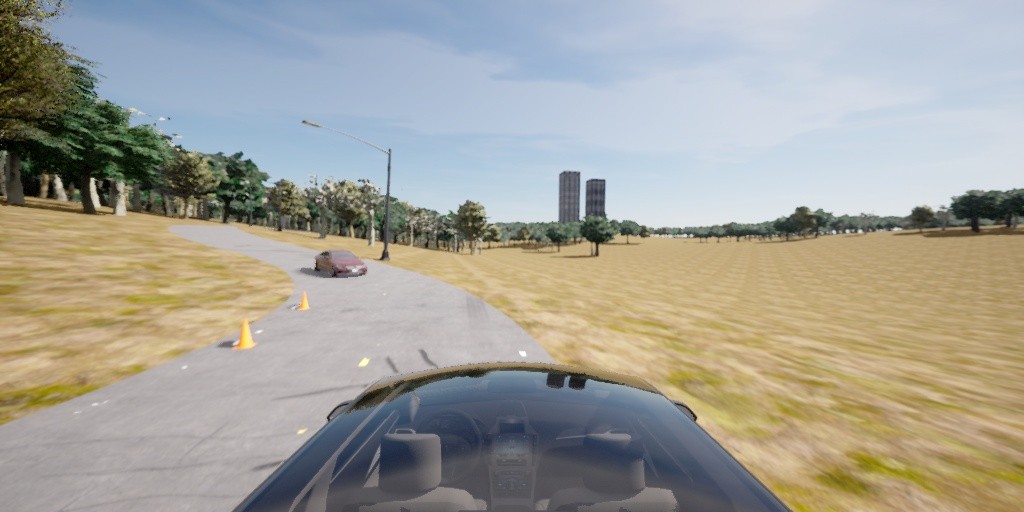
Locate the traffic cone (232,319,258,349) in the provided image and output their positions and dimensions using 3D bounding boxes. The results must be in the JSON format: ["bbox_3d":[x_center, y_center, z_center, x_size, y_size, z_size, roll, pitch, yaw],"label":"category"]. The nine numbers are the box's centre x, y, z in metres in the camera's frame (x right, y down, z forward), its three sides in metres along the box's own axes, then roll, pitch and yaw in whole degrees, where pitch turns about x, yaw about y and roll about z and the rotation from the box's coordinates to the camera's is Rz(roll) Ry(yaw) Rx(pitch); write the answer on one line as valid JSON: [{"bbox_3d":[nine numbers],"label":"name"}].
[{"bbox_3d":[-5.647,1.622,7.596,0.340,0.580,0.340,0,0,-12],"label":"traffic cone"}]

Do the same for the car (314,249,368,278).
[{"bbox_3d":[-10.351,0.362,21.522,4.674,1.442,1.812,6,6,44],"label":"car"}]

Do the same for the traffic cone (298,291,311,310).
[{"bbox_3d":[-6.951,1.467,12.010,0.340,0.580,0.340,0,0,-21],"label":"traffic cone"}]
